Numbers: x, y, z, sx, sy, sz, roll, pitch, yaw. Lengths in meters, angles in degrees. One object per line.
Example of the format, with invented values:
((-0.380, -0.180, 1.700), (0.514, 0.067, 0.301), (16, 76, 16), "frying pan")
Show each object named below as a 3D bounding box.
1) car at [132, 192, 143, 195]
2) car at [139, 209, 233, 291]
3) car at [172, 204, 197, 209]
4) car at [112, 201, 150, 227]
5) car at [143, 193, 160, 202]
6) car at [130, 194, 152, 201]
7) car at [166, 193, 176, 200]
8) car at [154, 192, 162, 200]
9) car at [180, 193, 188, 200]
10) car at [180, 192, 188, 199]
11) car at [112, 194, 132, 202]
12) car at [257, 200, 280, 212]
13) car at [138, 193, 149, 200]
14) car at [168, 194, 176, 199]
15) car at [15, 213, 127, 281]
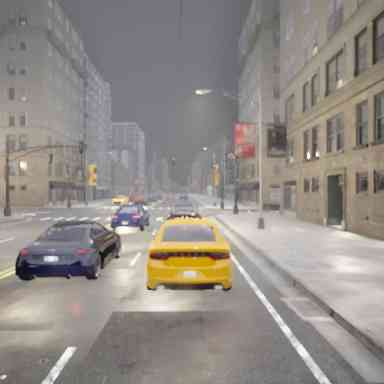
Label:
((-11.395, 1.038, 68.144), (2.150, 2.045, 5.566), (0, 0, -1), "car")
((-0.090, 1.451, 8.987), (1.882, 1.535, 5.008), (0, 0, -1), "car")
((-0.423, 1.453, 18.473), (1.837, 1.490, 4.892), (0, 0, -1), "car")
((-3.608, 1.470, 19.861), (1.812, 1.442, 4.674), (0, 0, -1), "car")
((-8.125, 1.366, 67.383), (2.033, 1.411, 5.357), (0, 0, -1), "car")
((-7.826, 1.464, 51.473), (1.895, 1.301, 4.718), (0, 0, -1), "car")
((-5.207, 1.131, 80.948), (2.097, 1.767, 4.553), (0, 0, -1), "car")
((-8.451, 0.980, 80.670), (2.150, 2.045, 5.566), (0, 0, -1), "car")
((-1.958, 1.131, 81.028), (2.097, 1.767, 4.553), (0, 0, -1), "car")
((-2.204, 0.973, 91.027), (2.097, 1.767, 4.553), (0, 0, -1), "car")
((-11.080, 1.340, 51.499), (1.882, 1.535, 5.008), (0, 0, -1), "car")
((9.783, 1.547, 37.220), (4.718, 1.301, 1.895), (0, 0, -2), "car")
((-11.709, 1.106, 80.911), (2.097, 1.767, 4.553), (0, 0, -1), "car")
((-5.454, 1.157, 90.978), (2.033, 1.411, 5.357), (0, 0, -1), "car")
((-3.364, 1.535, 9.821), (1.994, 1.385, 4.181), (0, 0, -2), "car")
